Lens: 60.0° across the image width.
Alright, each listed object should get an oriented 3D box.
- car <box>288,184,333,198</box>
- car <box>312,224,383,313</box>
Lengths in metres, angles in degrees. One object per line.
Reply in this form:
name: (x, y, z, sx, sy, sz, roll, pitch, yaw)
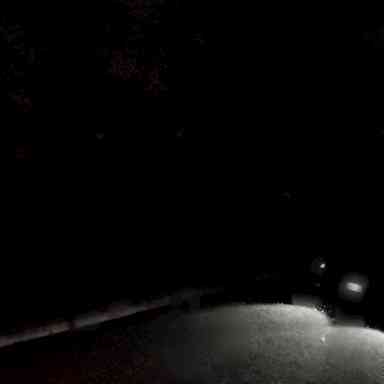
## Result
car: (12.092, -0.149, 34.139, 1.812, 1.442, 4.674, 0, 3, -33)
car: (4.350, 1.361, 6.752, 4.181, 1.385, 1.994, -2, 1, -35)
